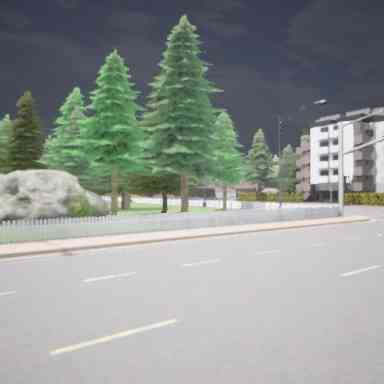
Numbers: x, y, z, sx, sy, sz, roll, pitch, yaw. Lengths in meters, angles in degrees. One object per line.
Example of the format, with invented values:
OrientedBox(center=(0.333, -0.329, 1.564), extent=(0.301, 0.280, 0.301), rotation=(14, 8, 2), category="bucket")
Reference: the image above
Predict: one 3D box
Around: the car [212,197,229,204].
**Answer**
OrientedBox(center=(4.304, 1.549, 56.845), extent=(1.895, 1.301, 4.718), rotation=(0, 0, -34), category="car")

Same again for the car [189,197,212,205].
OrientedBox(center=(0.544, 1.501, 56.181), extent=(2.033, 1.411, 5.357), rotation=(0, 0, -34), category="car")
